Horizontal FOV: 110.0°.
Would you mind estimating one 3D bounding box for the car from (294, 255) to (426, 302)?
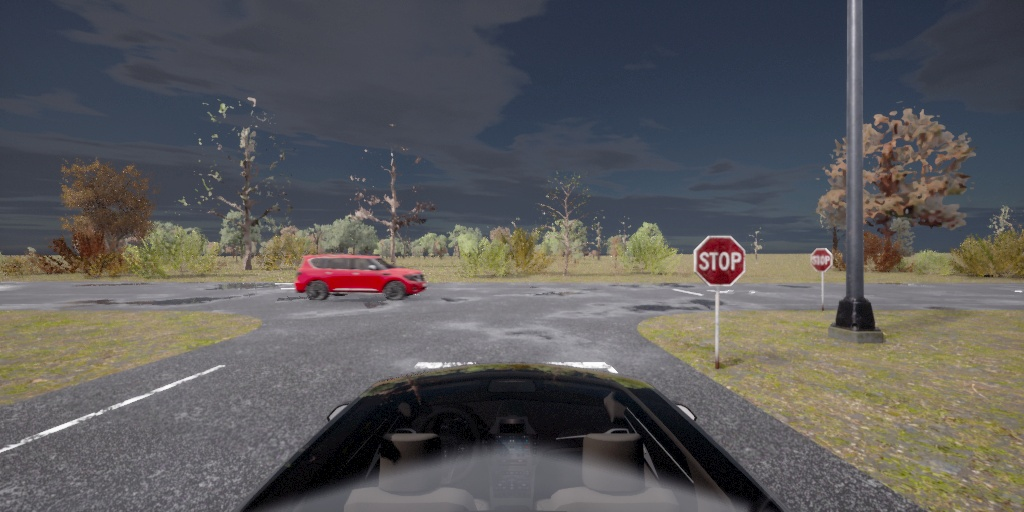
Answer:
[{"bbox_3d":[-6.804,0.964,16.368,5.566,2.045,2.150,0,0,-1],"label":"car"}]

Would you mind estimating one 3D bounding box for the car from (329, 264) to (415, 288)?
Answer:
[{"bbox_3d":[-8.985,1.263,23.307,4.892,1.490,1.837,0,0,-2],"label":"car"}]
